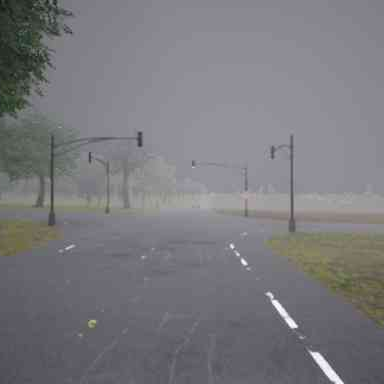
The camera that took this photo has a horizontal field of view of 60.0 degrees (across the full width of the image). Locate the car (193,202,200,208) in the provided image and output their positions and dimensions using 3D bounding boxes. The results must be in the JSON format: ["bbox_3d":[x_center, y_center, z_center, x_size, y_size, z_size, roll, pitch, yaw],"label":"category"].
[{"bbox_3d":[1.183,3.517,90.621,1.837,1.490,4.892,0,-2,1],"label":"car"}]

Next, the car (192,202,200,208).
[{"bbox_3d":[0.967,3.267,80.586,1.994,1.385,4.181,0,-2,1],"label":"car"}]
